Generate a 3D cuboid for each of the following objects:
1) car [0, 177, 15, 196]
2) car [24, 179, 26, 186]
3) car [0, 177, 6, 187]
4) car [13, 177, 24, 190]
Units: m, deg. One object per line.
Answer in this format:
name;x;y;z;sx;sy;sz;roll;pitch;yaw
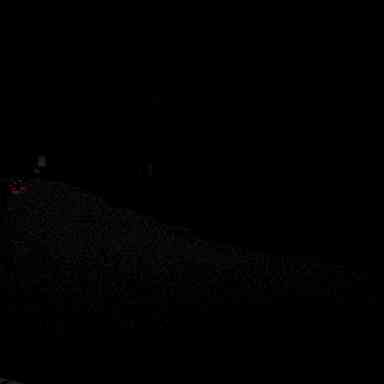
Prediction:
car;-20.324;-0.403;34.830;1.882;1.535;5.008;-1;4;-20
car;-27.864;-1.723;53.368;2.128;1.511;4.902;-1;4;-24
car;-30.783;-1.661;52.546;2.033;1.411;5.357;-1;4;-24
car;-24.135;-1.109;44.564;1.882;1.535;5.008;-1;4;-23
